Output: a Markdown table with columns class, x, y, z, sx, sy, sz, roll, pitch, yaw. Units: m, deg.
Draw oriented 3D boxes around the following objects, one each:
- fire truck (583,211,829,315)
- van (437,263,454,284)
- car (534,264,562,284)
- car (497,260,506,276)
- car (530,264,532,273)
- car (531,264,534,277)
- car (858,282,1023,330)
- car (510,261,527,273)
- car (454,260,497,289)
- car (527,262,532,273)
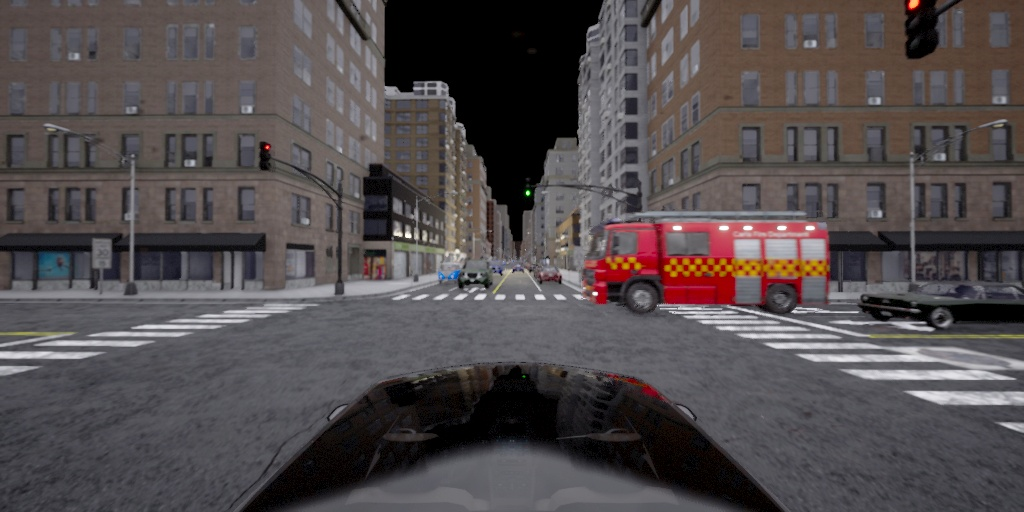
| class | x | y | z | sx | sy | sz | roll | pitch | yaw |
| --- | --- | --- | --- | --- | --- | --- | --- | --- | --- |
| fire truck | 7.283 | 0.248 | 14.298 | 8.468 | 3.827 | 2.891 | 0 | -1 | 1 |
| van | -5.326 | 1.482 | 31.302 | 1.690 | 1.789 | 3.998 | 0 | 0 | 1 |
| car | 3.199 | 1.572 | 31.159 | 1.967 | 1.591 | 4.097 | 0 | 0 | 1 |
| car | -2.269 | 1.568 | 46.809 | 2.150 | 2.045 | 5.566 | 0 | -1 | 1 |
| car | 3.391 | 1.862 | 42.206 | 1.802 | 1.307 | 4.207 | 0 | 0 | 1 |
| car | 3.295 | 1.772 | 36.683 | 1.948 | 1.339 | 4.313 | 0 | 0 | 1 |
| car | 13.740 | 1.470 | 11.048 | 4.718 | 1.301 | 1.895 | 0 | -1 | 1 |
| car | 0.997 | 2.019 | 57.971 | 1.812 | 1.442 | 4.674 | 0 | -1 | 1 |
| car | -2.632 | 1.299 | 27.047 | 2.150 | 2.045 | 5.566 | 0 | 0 | 1 |
| car | 3.680 | 2.068 | 58.778 | 1.948 | 1.339 | 4.313 | 0 | 0 | 1 |
